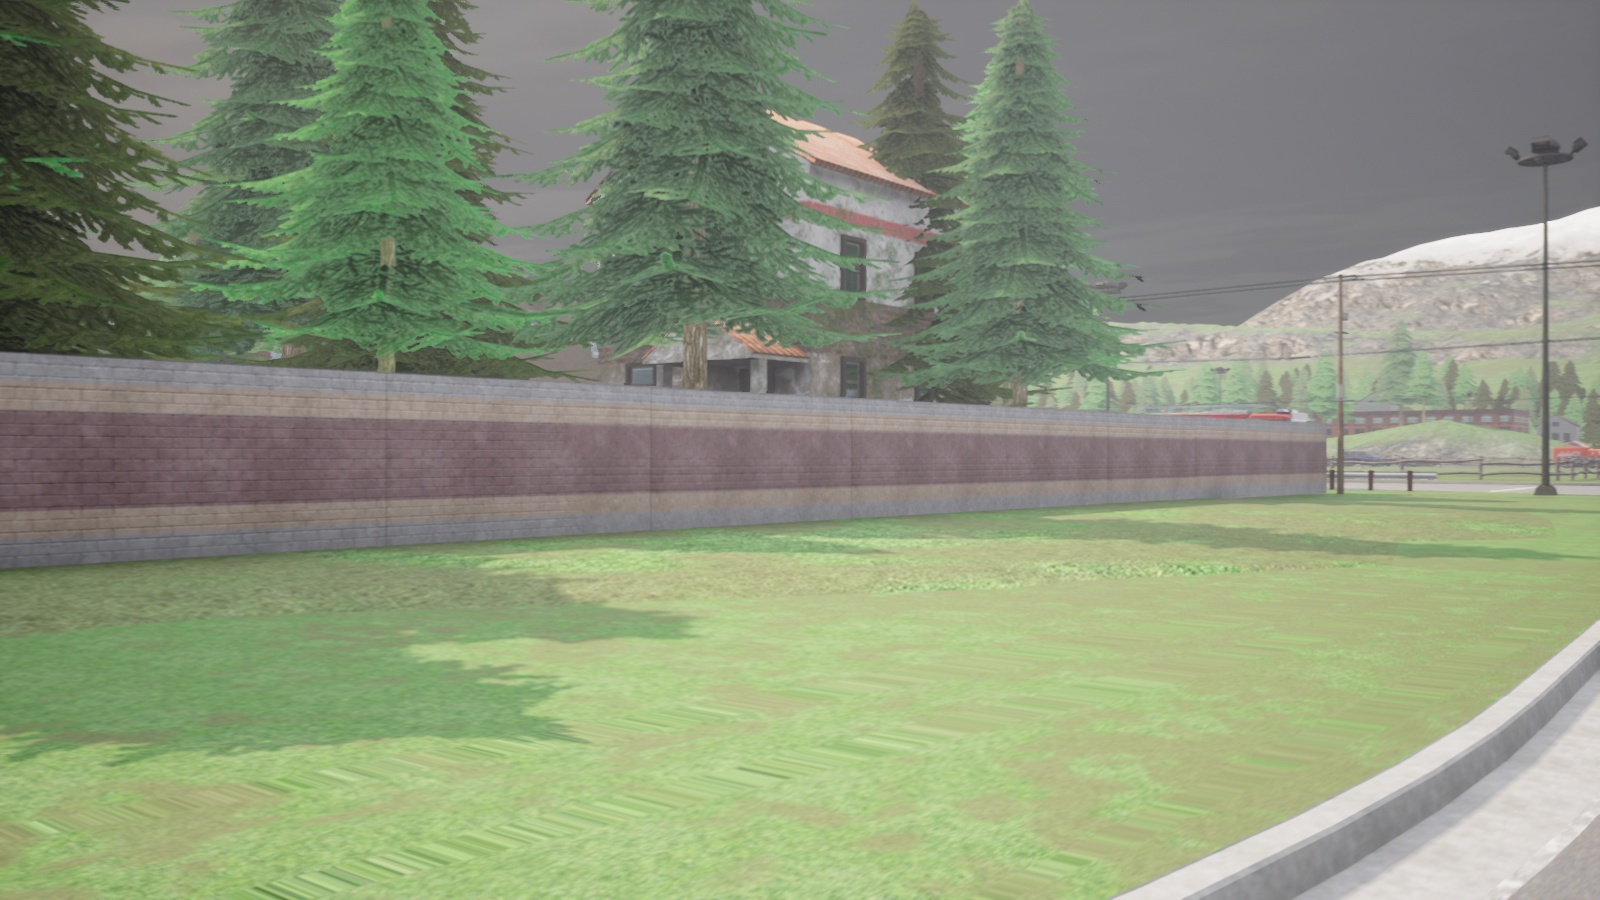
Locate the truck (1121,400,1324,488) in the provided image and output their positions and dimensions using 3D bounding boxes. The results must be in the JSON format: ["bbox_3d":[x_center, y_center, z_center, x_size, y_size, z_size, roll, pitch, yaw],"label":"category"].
[{"bbox_3d":[19.531,-0.276,58.363,8.468,3.827,2.891,0,0,38],"label":"truck"}]
